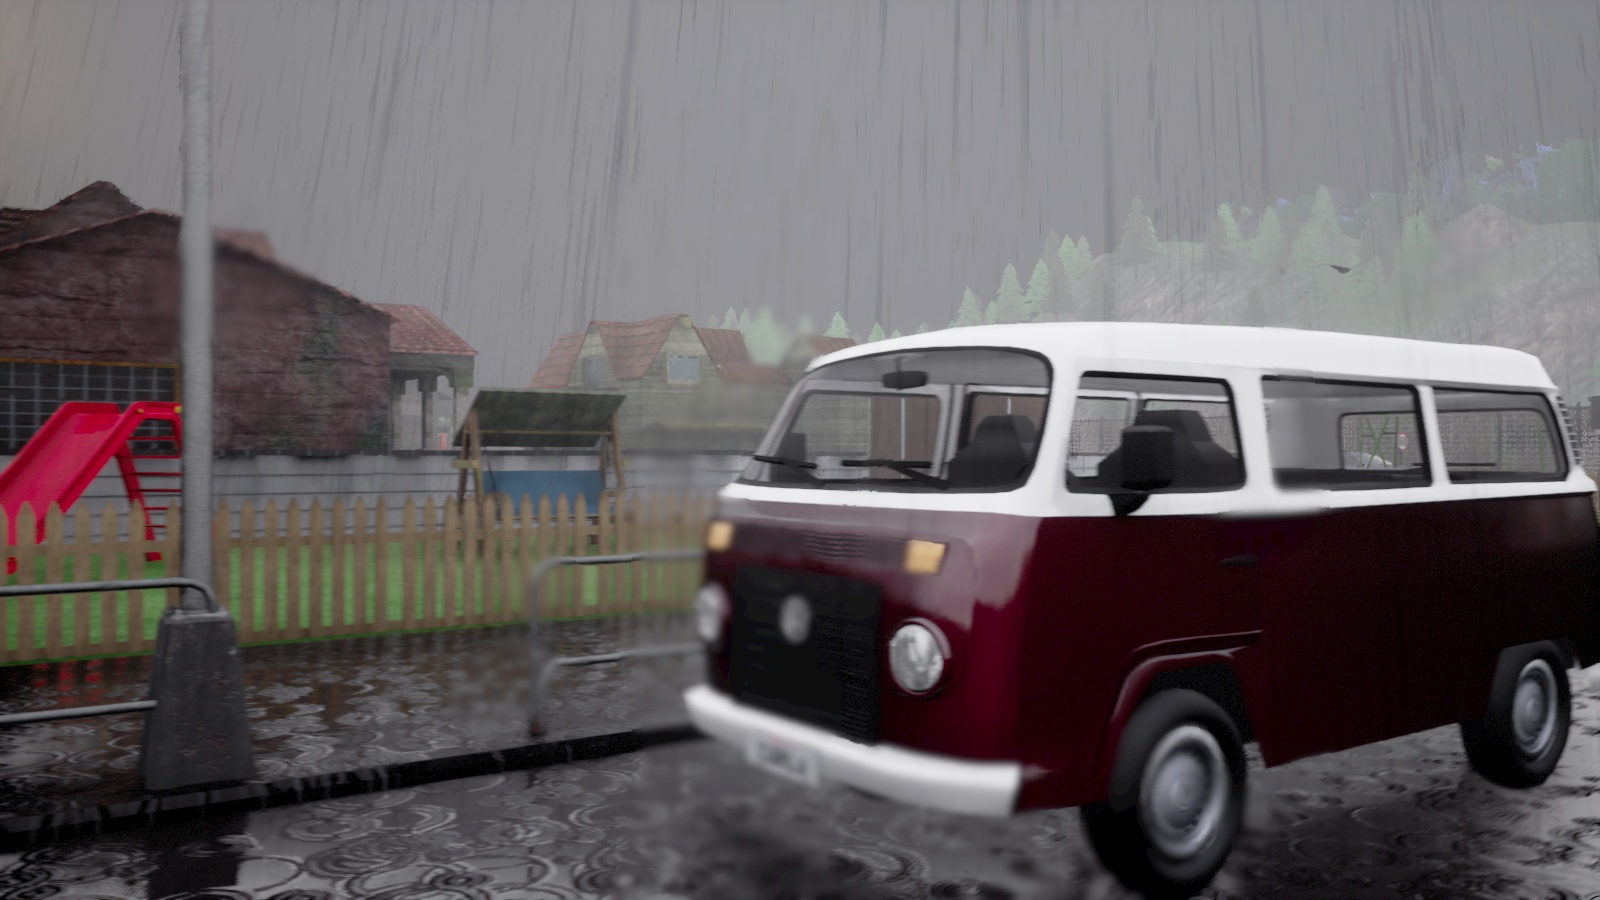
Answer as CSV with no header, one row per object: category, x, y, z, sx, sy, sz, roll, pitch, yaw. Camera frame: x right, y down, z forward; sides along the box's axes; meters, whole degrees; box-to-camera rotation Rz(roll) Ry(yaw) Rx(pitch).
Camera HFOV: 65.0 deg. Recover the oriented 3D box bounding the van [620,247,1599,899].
van,1.704,0.479,5.500,4.480,2.038,2.069,0,0,-35
